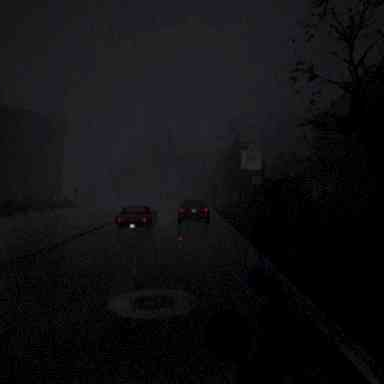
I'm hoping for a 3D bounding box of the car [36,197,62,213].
[{"bbox_3d":[-15.572,1.287,33.989,2.163,1.488,4.792,0,0,0],"label":"car"}]

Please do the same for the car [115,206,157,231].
[{"bbox_3d":[-3.153,1.481,19.761,1.895,1.301,4.718,0,0,0],"label":"car"}]

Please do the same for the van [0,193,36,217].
[{"bbox_3d":[-15.556,1.064,28.375,1.878,1.987,4.442,0,0,0],"label":"van"}]

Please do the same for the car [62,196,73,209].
[{"bbox_3d":[-15.604,1.266,39.485,2.002,1.452,4.674,-2,0,0],"label":"car"}]

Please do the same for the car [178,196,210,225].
[{"bbox_3d":[0.099,1.213,23.036,2.097,1.767,4.553,0,0,-1],"label":"car"}]

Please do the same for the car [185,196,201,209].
[{"bbox_3d":[0.115,1.257,41.051,1.837,1.490,4.892,0,0,0],"label":"car"}]
